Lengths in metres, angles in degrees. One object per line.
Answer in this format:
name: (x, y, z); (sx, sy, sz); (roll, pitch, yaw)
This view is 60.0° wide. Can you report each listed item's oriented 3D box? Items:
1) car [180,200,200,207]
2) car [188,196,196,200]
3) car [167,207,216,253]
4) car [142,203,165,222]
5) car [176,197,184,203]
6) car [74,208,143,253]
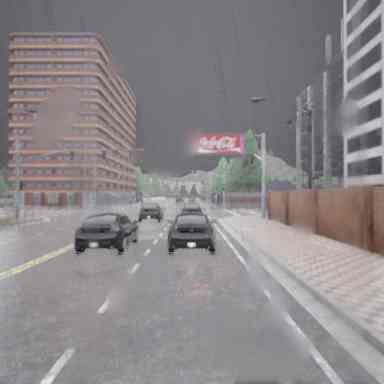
car: (0.016, 1.780, 29.289); (1.837, 1.490, 4.892); (0, 0, 2)
car: (-0.084, 2.380, 92.684); (1.895, 1.301, 4.718); (0, -1, 0)
car: (-0.010, 1.641, 14.304); (1.837, 1.490, 4.892); (0, 0, 0)
car: (-3.561, 1.780, 29.280); (1.837, 1.490, 4.892); (0, 0, -1)
car: (-3.584, 2.284, 92.646); (1.837, 1.490, 4.892); (0, -1, 0)
car: (-3.510, 1.641, 14.298); (1.837, 1.490, 4.892); (0, 0, 0)
